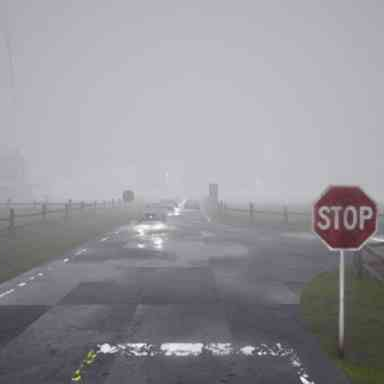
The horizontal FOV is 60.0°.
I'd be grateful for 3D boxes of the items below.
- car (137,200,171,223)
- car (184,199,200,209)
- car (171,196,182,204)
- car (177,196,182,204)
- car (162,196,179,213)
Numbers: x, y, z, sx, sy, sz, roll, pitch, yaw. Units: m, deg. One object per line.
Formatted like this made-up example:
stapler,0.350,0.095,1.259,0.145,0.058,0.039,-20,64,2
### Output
car,-2.893,1.552,24.975,1.994,1.385,4.181,0,0,-1
car,0.022,1.533,43.598,1.994,1.385,4.181,0,0,0
car,-2.882,1.503,63.441,1.994,1.385,4.181,0,0,0
car,-2.924,1.562,49.087,1.895,1.301,4.718,0,0,0
car,-2.907,1.524,37.693,2.033,1.411,5.357,0,0,0
